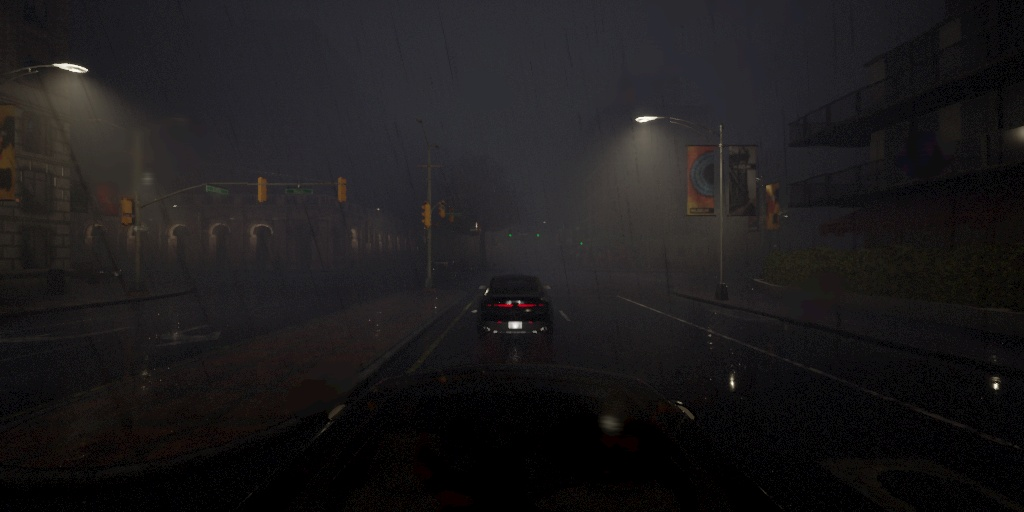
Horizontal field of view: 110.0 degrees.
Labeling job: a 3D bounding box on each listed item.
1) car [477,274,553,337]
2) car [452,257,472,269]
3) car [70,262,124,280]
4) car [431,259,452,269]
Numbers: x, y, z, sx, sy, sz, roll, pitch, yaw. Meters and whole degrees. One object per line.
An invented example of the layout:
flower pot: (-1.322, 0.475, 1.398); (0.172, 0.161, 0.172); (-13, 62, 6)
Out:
car: (0.079, 1.256, 10.279); (1.837, 1.490, 4.892); (0, 0, 0)
car: (-8.040, 1.276, 58.302); (1.812, 1.442, 4.674); (0, 0, 0)
car: (-33.895, 1.241, 28.511); (4.902, 1.511, 2.128); (0, 0, 0)
car: (-11.531, 1.276, 58.528); (1.812, 1.442, 4.674); (0, 0, 0)
